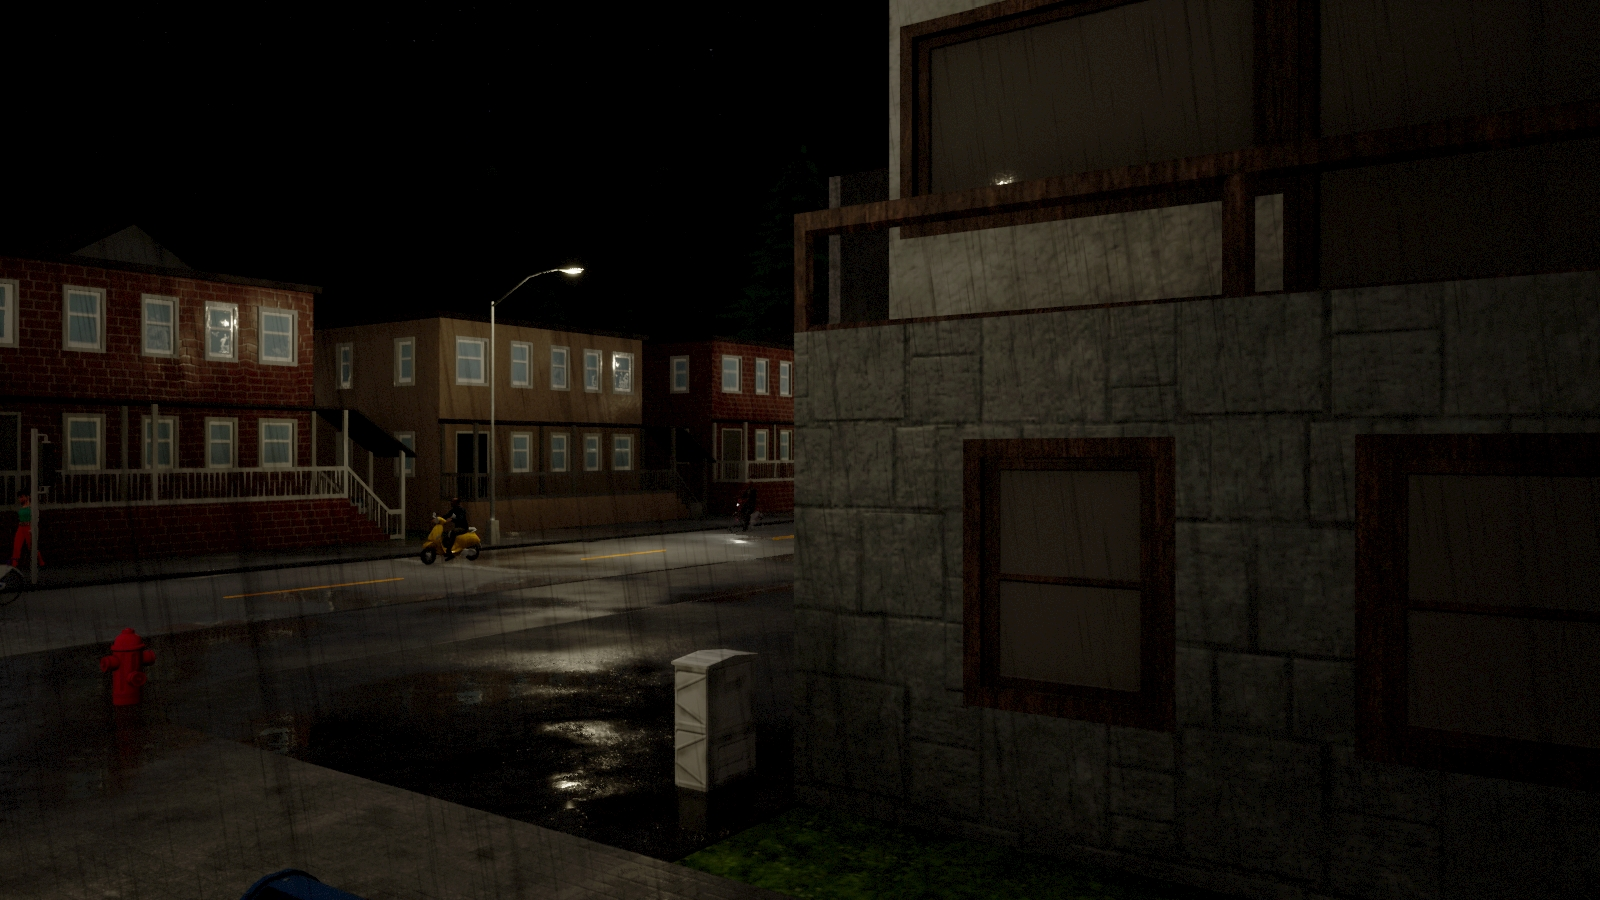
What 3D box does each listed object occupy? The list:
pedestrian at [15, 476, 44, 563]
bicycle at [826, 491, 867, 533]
[{"bbox_3d":[-16.769,1.504,24.859,0.375,1.860,0.375,0,0,16],"label":"pedestrian"},{"bbox_3d":[1.478,1.931,35.735,0.329,1.271,1.835,0,-1,35],"label":"bicycle"}]
